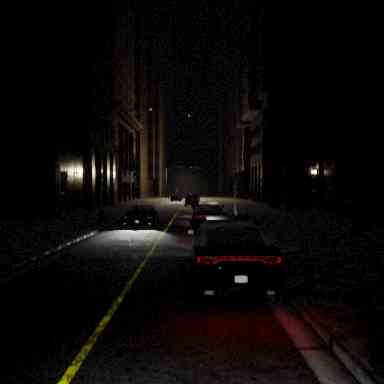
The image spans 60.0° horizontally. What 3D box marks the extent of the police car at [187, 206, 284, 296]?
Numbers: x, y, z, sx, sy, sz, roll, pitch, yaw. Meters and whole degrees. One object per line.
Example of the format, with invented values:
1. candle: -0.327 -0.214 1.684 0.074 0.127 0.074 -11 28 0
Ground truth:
1. police car: 0.906 1.385 8.694 1.930 1.638 5.238 0 0 0

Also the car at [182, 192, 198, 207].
1. car: 0.054 1.107 46.786 2.097 1.767 4.553 0 0 0

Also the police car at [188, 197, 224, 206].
1. police car: 0.915 1.335 18.696 1.930 1.638 5.238 0 0 0

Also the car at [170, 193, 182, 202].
1. car: -2.997 1.221 62.510 1.994 1.385 4.181 0 0 1

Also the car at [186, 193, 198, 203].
1. car: 0.049 1.025 60.079 2.097 1.767 4.553 0 0 0

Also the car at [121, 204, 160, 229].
1. car: -3.083 1.464 20.612 1.994 1.385 4.181 0 0 0

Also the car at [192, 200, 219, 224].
1. car: 0.920 1.405 24.586 1.812 1.442 4.674 0 0 0
